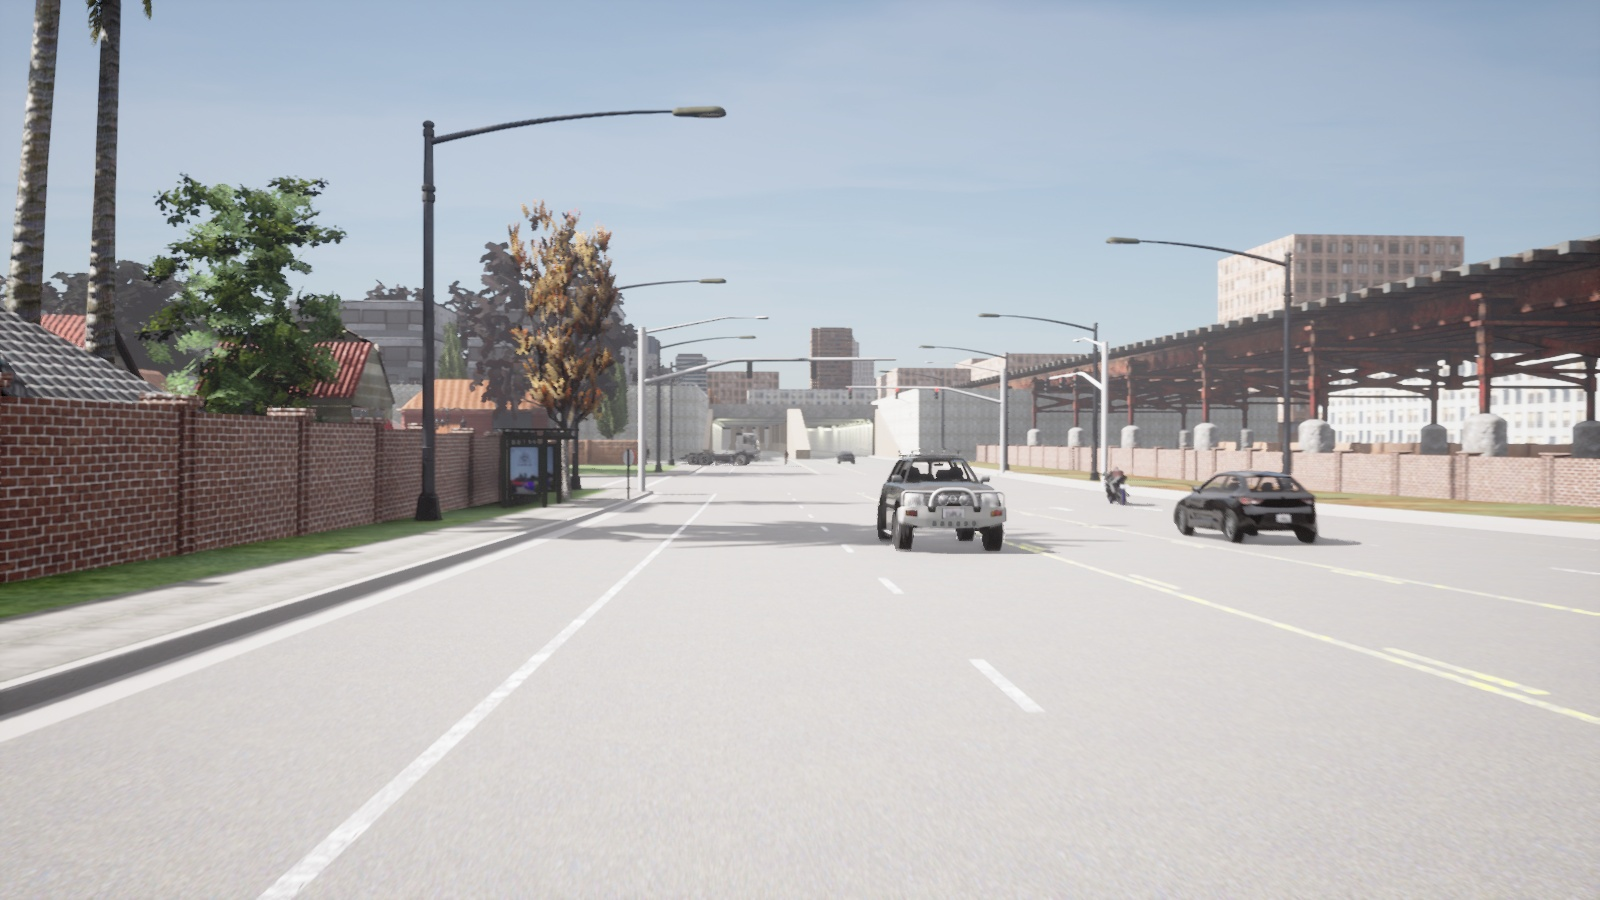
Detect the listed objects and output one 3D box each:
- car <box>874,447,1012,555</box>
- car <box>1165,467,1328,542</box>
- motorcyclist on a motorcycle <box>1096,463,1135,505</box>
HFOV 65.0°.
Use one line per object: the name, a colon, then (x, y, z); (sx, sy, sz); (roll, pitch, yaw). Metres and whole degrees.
car: (2.616, 0.913, 24.079); (1.932, 1.855, 4.605); (0, -1, -2)
car: (9.506, 1.106, 27.100); (1.816, 1.474, 4.193); (0, -1, -3)
motorcyclist on a motorcycle: (12.171, 1.293, 48.457); (0.866, 1.530, 2.191); (0, 0, -2)
